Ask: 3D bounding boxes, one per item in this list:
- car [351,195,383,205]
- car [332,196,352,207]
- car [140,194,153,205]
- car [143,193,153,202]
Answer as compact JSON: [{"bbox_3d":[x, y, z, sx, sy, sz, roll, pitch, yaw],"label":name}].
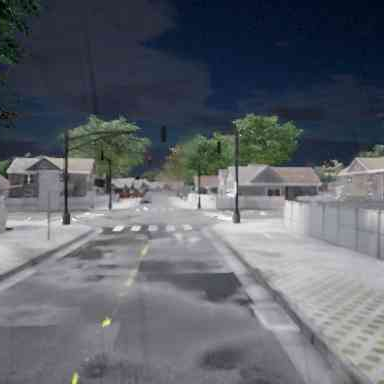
[{"bbox_3d":[19.644,1.283,34.324,5.008,1.535,1.882,-1,0,-5],"label":"car"},{"bbox_3d":[17.357,1.190,37.372,4.553,1.767,2.097,0,0,-5],"label":"car"},{"bbox_3d":[-7.874,1.441,57.377,1.994,1.385,4.181,0,0,-6],"label":"car"},{"bbox_3d":[-9.690,1.188,73.238,2.097,1.767,4.553,0,0,-7],"label":"car"}]
